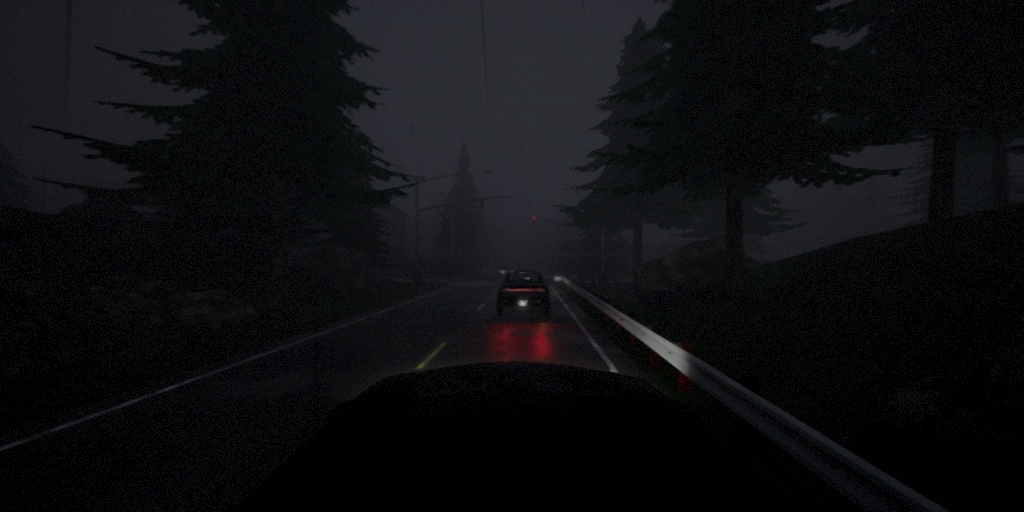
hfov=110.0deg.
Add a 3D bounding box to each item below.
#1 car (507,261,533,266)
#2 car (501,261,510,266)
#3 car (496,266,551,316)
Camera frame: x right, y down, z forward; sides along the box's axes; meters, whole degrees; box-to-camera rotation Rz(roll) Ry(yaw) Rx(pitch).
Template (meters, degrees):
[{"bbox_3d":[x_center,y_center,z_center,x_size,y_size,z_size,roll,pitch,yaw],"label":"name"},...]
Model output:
[{"bbox_3d":[0.972,1.422,28.331,2.128,1.511,4.902,0,0,-2],"label":"car"},{"bbox_3d":[-0.721,1.647,61.461,1.882,1.535,5.008,0,0,3],"label":"car"},{"bbox_3d":[0.484,1.327,13.845,2.128,1.511,4.902,0,0,3],"label":"car"}]
